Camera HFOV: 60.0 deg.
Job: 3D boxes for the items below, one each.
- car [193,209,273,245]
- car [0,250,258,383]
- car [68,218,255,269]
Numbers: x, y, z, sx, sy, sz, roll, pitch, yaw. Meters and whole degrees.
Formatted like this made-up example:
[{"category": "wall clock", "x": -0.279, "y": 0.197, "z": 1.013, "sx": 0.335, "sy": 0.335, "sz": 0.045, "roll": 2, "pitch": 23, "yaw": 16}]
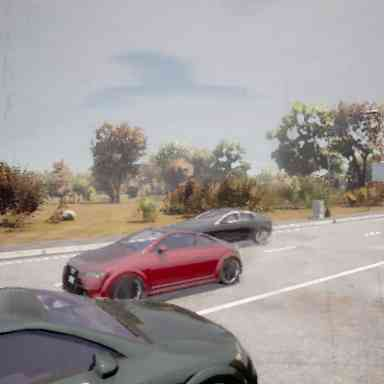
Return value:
[{"category": "car", "x": 1.223, "y": 1.455, "z": 13.566, "sx": 4.902, "sy": 1.511, "sz": 2.128, "roll": 0, "pitch": 0, "yaw": -36}, {"category": "car", "x": -1.418, "y": 1.563, "z": 2.740, "sx": 4.181, "sy": 1.385, "sz": 1.994, "roll": 0, "pitch": 0, "yaw": -36}, {"category": "car", "x": -0.775, "y": 1.548, "z": 7.782, "sx": 4.181, "sy": 1.385, "sz": 1.994, "roll": 0, "pitch": 0, "yaw": -36}]
